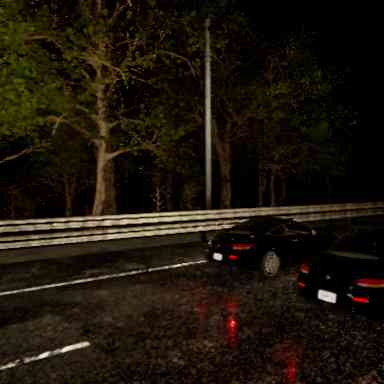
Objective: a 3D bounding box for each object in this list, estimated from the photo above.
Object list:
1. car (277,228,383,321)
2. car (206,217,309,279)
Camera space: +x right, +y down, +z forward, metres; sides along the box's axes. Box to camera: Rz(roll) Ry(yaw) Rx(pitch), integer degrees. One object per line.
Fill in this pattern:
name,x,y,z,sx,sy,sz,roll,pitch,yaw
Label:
car,4.020,1.486,6.654,4.674,1.442,1.812,0,0,-36
car,2.527,1.484,9.894,4.674,1.442,1.812,0,0,-36
